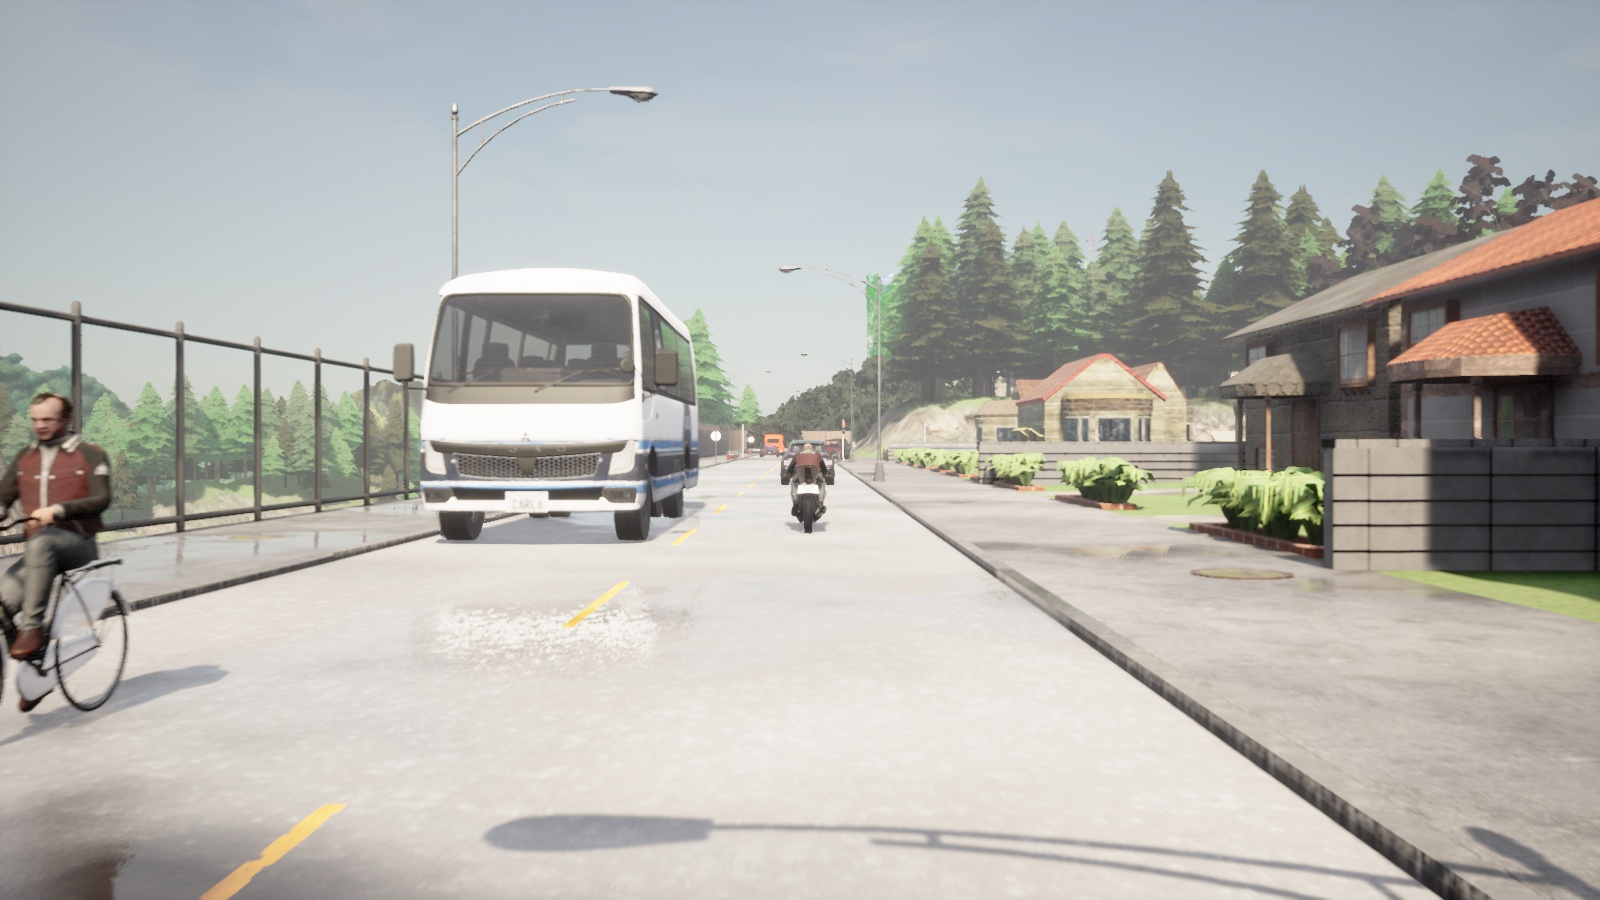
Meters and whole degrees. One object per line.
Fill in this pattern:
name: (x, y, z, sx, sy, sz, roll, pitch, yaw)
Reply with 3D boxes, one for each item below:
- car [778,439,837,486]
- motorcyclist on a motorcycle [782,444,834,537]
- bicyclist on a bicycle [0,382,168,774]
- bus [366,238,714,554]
car: (0.278, 0.416, 46.255, 2.033, 1.649, 4.856, 0, 0, 0)
motorcyclist on a motorcycle: (0.139, 0.659, 21.709, 0.866, 1.530, 2.191, 0, 0, 0)
bicyclist on a bicycle: (-3.949, 0.579, 6.267, 0.659, 1.776, 1.843, 0, 0, 0)
bus: (-3.858, -0.758, 22.087, 3.944, 4.253, 10.273, 0, 0, 0)
